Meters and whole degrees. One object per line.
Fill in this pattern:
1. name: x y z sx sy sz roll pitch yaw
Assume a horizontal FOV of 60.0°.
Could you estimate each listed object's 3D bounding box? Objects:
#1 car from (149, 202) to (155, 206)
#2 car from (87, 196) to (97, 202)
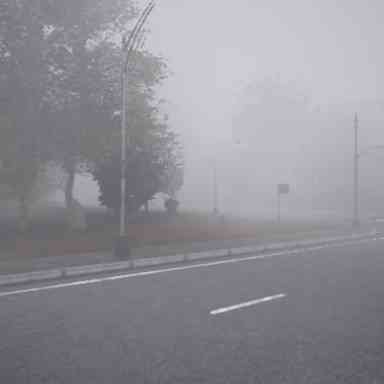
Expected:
1. car: -8.461 1.594 58.858 2.097 1.767 4.553 1 0 -38
2. car: -24.337 1.854 84.578 1.895 1.301 4.718 1 0 -38
